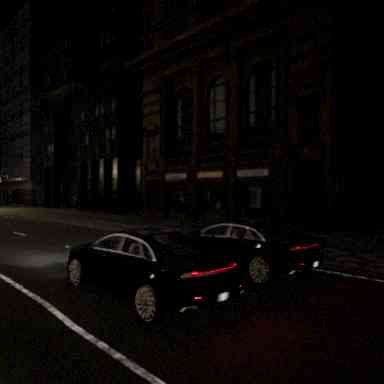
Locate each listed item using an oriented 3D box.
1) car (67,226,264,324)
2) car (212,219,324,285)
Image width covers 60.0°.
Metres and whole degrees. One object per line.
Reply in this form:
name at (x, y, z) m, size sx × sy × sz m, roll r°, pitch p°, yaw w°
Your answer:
car at (-1.127, 1.567, 7.509) m, size 2.128 × 1.511 × 4.902 m, roll 1°, pitch 0°, yaw -44°
car at (1.369, 1.574, 9.946) m, size 2.128 × 1.511 × 4.902 m, roll 0°, pitch 0°, yaw -44°
